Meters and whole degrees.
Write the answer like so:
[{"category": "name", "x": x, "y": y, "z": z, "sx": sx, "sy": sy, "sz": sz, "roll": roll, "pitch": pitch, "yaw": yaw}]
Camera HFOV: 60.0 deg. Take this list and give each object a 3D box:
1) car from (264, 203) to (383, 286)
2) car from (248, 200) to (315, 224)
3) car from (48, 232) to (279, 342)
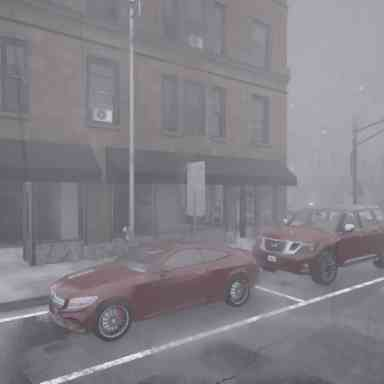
[{"category": "car", "x": 4.008, "y": 1.315, "z": 9.618, "sx": 5.009, "sy": 1.841, "sz": 2.192, "roll": 0, "pitch": 0, "yaw": -35}, {"category": "car", "x": 6.813, "y": 1.486, "z": 25.884, "sx": 1.882, "sy": 1.535, "sz": 5.008, "roll": 0, "pitch": 0, "yaw": -35}, {"category": "car", "x": -0.491, "y": 1.582, "z": 6.414, "sx": 4.206, "sy": 1.307, "sz": 1.802, "roll": 0, "pitch": 0, "yaw": -35}]
